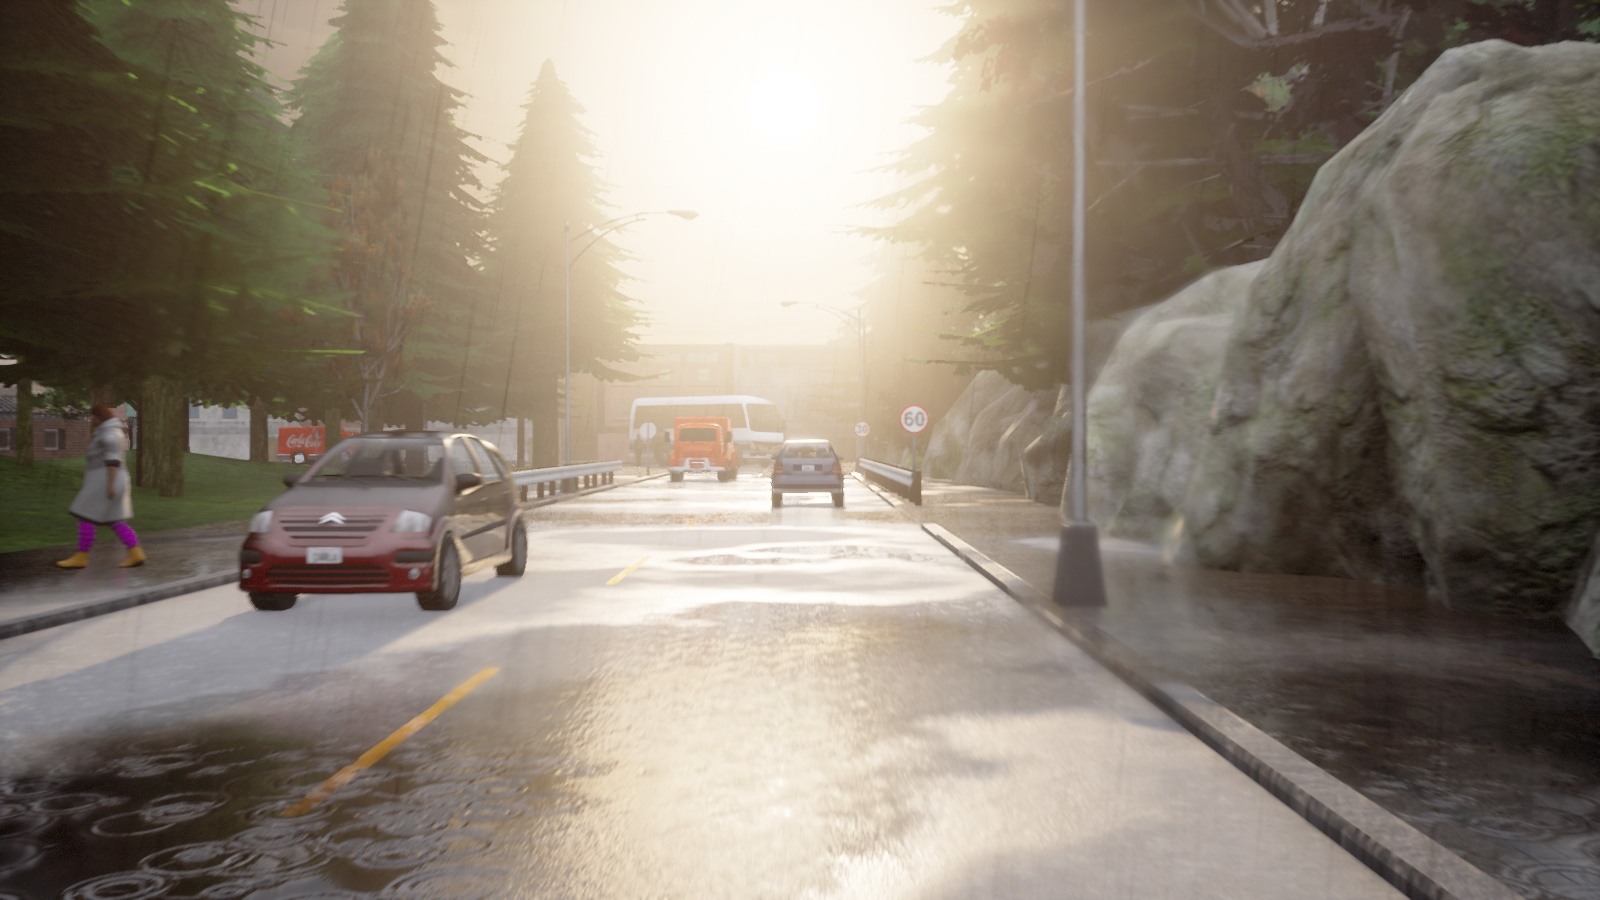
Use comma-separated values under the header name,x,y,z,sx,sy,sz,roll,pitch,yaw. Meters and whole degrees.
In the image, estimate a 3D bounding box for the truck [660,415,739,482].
name,x,y,z,sx,sy,sz,roll,pitch,yaw
truck,-3.807,-0.058,48.640,2.627,2.467,5.204,0,0,0

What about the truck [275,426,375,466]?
name,x,y,z,sx,sy,sz,roll,pitch,yaw
truck,-29.641,-0.276,78.510,5.204,2.467,2.627,0,0,0

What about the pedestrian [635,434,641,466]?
name,x,y,z,sx,sy,sz,roll,pitch,yaw
pedestrian,-8.988,-0.005,69.538,0.328,1.805,0.869,0,0,-8

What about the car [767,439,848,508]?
name,x,y,z,sx,sy,sz,roll,pitch,yaw
car,0.167,0.525,29.842,1.789,1.549,3.705,0,0,0

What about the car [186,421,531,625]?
name,x,y,z,sx,sy,sz,roll,pitch,yaw
car,-3.918,0.564,11.919,1.851,1.617,3.988,0,0,0

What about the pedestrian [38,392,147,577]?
name,x,y,z,sx,sy,sz,roll,pitch,yaw
pedestrian,-7.662,0.361,13.636,0.873,1.952,0.659,0,0,-13

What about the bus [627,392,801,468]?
name,x,y,z,sx,sy,sz,roll,pitch,yaw
bus,-5.233,-1.122,74.998,10.273,4.253,3.944,0,-1,38
